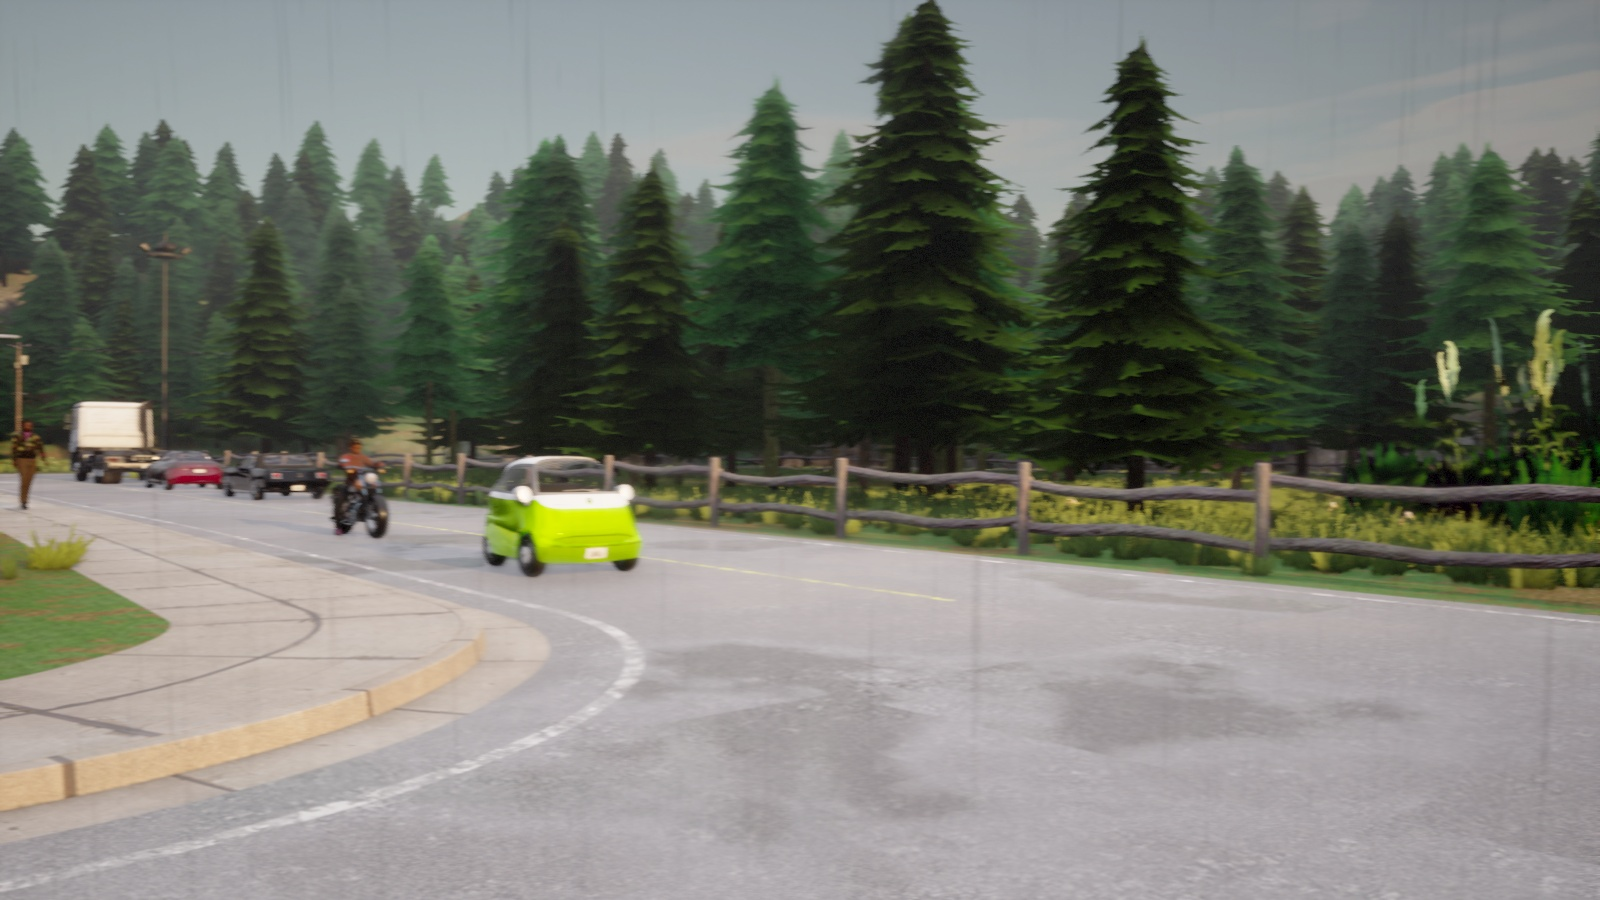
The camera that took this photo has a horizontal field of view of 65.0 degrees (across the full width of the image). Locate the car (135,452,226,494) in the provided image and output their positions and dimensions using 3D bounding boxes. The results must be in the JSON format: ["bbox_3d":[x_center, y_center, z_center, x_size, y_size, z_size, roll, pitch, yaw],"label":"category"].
[{"bbox_3d":[-21.806,0.764,44.135,1.994,1.385,4.181,0,0,-39],"label":"car"}]

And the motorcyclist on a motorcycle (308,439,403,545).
[{"bbox_3d":[-7.366,0.654,20.744,0.766,1.649,2.350,0,0,-38],"label":"motorcyclist on a motorcycle"}]

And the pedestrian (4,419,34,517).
[{"bbox_3d":[-15.730,0.355,25.292,0.395,1.930,0.692,0,0,-42],"label":"pedestrian"}]

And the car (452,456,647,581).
[{"bbox_3d":[-3.049,0.762,15.132,1.481,1.376,2.207,0,0,-38],"label":"car"}]

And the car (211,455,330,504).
[{"bbox_3d":[-15.284,0.806,36.118,1.895,1.301,4.718,0,0,-39],"label":"car"}]

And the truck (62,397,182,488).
[{"bbox_3d":[-28.122,-0.287,51.891,2.891,3.462,7.936,0,0,-39],"label":"truck"}]
